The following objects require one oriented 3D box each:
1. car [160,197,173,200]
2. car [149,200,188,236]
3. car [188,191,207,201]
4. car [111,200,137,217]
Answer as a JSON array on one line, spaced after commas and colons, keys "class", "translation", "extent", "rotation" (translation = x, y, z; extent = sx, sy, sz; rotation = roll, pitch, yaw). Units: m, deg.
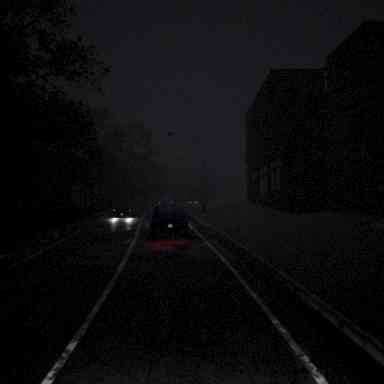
[{"class": "car", "translation": [-3.023, 1.353, 39.281], "extent": [1.812, 1.442, 4.674], "rotation": [0, 1, 0]}, {"class": "car", "translation": [-1.317, 1.451, 18.436], "extent": [1.882, 1.535, 5.008], "rotation": [0, 0, -6]}, {"class": "car", "translation": [1.226, 0.872, 70.098], "extent": [2.150, 2.045, 5.566], "rotation": [-3, -1, 28]}, {"class": "car", "translation": [-6.037, 1.432, 30.088], "extent": [2.033, 1.411, 5.357], "rotation": [0, 0, -5]}]
